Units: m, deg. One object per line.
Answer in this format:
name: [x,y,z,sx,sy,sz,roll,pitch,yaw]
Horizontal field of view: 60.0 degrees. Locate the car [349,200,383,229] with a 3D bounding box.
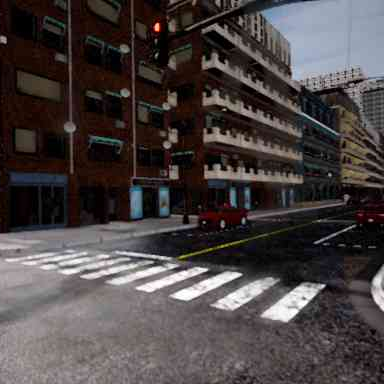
car: [10.998,1.394,19.797,1.887,1.381,4.507,-1,-1,36]

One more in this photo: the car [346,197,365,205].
car: [27.697,1.442,56.876,1.947,1.339,4.313,-1,-1,36]

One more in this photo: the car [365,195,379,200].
car: [37.787,1.386,70.618,1.802,1.307,4.206,-1,-1,36]

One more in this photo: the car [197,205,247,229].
car: [2.074,1.615,22.191,1.887,1.381,4.507,-1,-1,36]

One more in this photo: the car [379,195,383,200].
car: [44.512,1.324,79.779,1.947,1.339,4.313,-1,-1,36]
